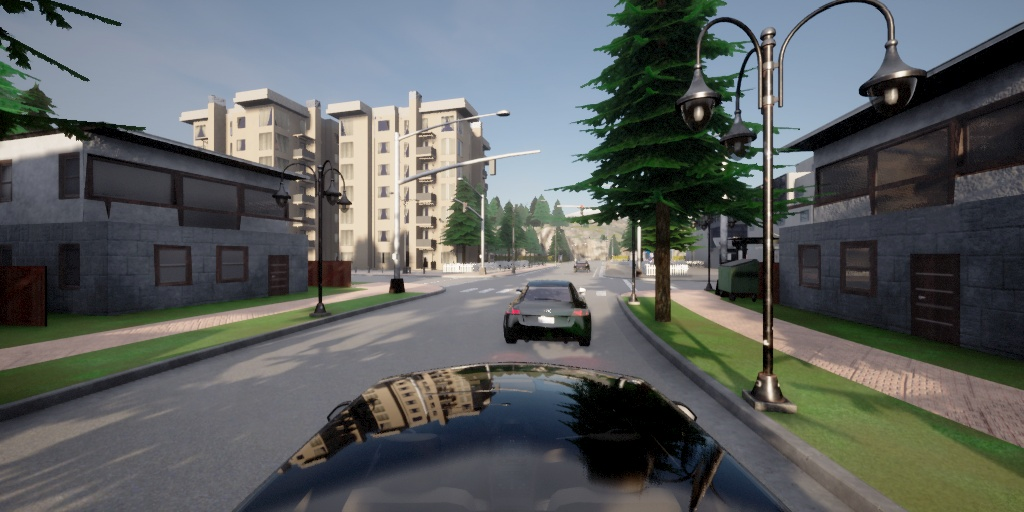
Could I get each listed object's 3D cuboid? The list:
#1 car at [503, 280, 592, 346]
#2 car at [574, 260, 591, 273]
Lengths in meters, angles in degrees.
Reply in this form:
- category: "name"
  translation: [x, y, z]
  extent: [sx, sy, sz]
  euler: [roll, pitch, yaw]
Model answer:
- category: "car"
  translation: [1.011, 1.314, 9.488]
  extent: [1.994, 1.385, 4.181]
  euler: [0, 0, 9]
- category: "car"
  translation: [8.802, 1.276, 45.010]
  extent: [2.128, 1.511, 4.902]
  euler: [0, 0, 14]
